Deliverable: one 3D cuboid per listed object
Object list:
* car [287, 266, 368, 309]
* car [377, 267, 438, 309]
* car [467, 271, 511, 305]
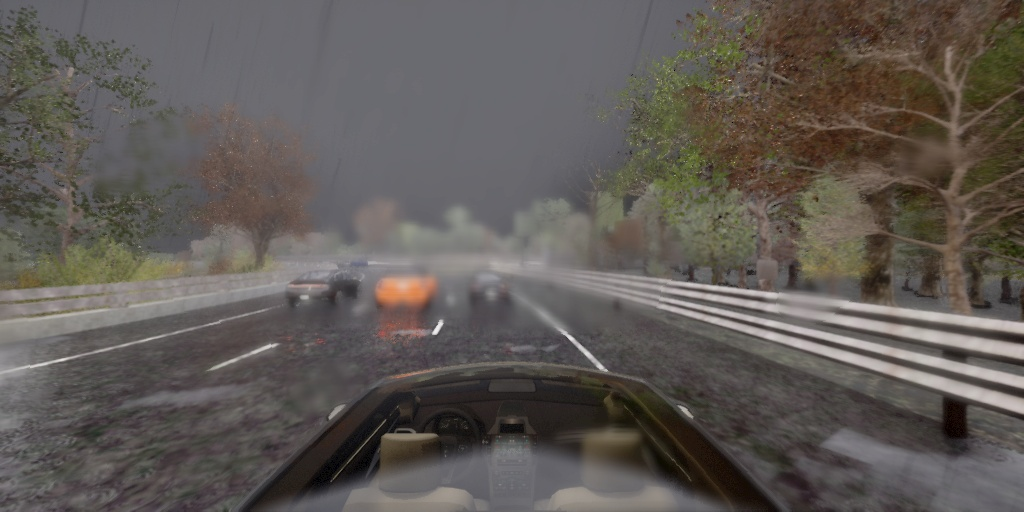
[{"bbox_3d":[-8.039,1.396,15.871,2.128,1.511,4.902,0,0,-8],"label":"car"},{"bbox_3d":[-4.558,1.254,16.223,2.097,1.767,4.553,0,-1,-8],"label":"car"},{"bbox_3d":[-1.146,1.434,17.111,1.812,1.442,4.674,0,0,-8],"label":"car"}]
